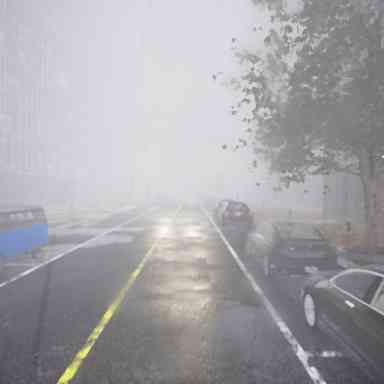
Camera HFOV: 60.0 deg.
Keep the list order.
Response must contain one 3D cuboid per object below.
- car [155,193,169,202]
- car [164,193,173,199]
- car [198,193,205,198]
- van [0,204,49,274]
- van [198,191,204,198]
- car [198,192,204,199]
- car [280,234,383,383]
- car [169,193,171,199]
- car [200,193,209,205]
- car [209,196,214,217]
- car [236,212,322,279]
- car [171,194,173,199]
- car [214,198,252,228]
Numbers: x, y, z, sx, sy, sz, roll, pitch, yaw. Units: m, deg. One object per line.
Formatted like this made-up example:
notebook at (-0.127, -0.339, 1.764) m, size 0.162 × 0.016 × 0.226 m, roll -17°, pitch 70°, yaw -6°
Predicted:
car at (-5.778, 1.167, 60.902) m, size 1.887 × 1.381 × 4.507 m, roll 0°, pitch 0°, yaw 0°
car at (-5.812, 1.021, 83.672) m, size 1.947 × 1.339 × 4.313 m, roll 0°, pitch 0°, yaw 0°
car at (2.561, 0.975, 89.368) m, size 1.947 × 1.339 × 4.313 m, roll 0°, pitch 0°, yaw 0°
van at (-5.703, 1.290, 9.667) m, size 1.690 × 1.788 × 3.998 m, roll 0°, pitch 0°, yaw 0°
van at (2.553, 0.706, 95.060) m, size 1.690 × 1.788 × 3.998 m, roll 0°, pitch 0°, yaw 0°
car at (2.594, 1.144, 66.600) m, size 1.947 × 1.339 × 4.313 m, roll 0°, pitch 0°, yaw 0°
car at (2.686, 1.529, 3.985) m, size 2.008 × 1.369 × 4.403 m, roll 0°, pitch 0°, yaw 0°
car at (-5.787, 1.163, 66.596) m, size 1.802 × 1.307 × 4.206 m, roll 0°, pitch 0°, yaw 0°
car at (2.619, 1.243, 49.524) m, size 1.887 × 1.381 × 4.507 m, roll 0°, pitch 0°, yaw 0°
car at (2.653, 1.284, 26.753) m, size 1.967 × 1.590 × 4.097 m, roll 0°, pitch 0°, yaw 0°
car at (2.678, 1.497, 9.677) m, size 2.008 × 1.369 × 4.403 m, roll 0°, pitch 0°, yaw 0°
car at (-5.803, 1.042, 77.980) m, size 1.887 × 1.381 × 4.507 m, roll 0°, pitch 0°, yaw 0°
car at (2.661, 1.318, 21.061) m, size 1.967 × 1.590 × 4.097 m, roll 0°, pitch 0°, yaw 0°
